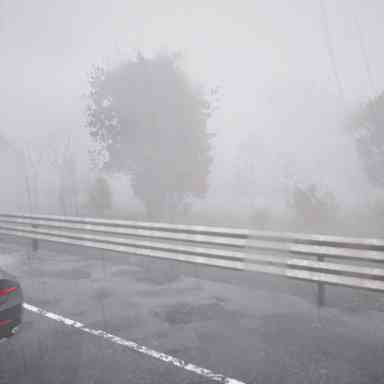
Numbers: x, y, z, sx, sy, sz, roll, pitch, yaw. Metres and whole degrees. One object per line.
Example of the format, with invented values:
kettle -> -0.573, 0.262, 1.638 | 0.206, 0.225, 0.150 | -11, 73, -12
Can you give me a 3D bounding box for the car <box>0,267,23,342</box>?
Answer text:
car -> -4.573, 1.475, 5.247 | 4.892, 1.490, 1.837 | 0, 1, 35
